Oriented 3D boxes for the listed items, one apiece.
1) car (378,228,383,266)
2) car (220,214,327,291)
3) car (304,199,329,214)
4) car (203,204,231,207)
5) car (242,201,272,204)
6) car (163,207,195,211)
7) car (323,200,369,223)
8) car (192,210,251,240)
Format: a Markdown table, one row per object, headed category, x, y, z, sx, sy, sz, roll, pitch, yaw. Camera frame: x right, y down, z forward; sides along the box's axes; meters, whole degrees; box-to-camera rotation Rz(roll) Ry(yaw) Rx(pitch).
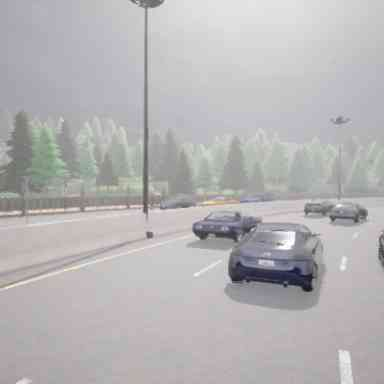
| category | x | y | z | sx | sy | sz | roll | pitch | yaw |
| --- | --- | --- | --- | --- | --- | --- | --- | --- | --- |
| car | 6.469 | 1.534 | 9.362 | 1.994 | 1.385 | 4.181 | 0 | 0 | 26 |
| car | 2.476 | 1.522 | 9.136 | 1.994 | 1.385 | 4.181 | 0 | 0 | 25 |
| car | 11.909 | 1.369 | 30.517 | 2.128 | 1.511 | 4.902 | 0 | 0 | 39 |
| car | 3.104 | 1.293 | 36.670 | 1.882 | 1.535 | 5.008 | 0 | 0 | 39 |
| car | 7.345 | 1.058 | 36.324 | 2.150 | 2.045 | 5.566 | 0 | 0 | 40 |
| car | -1.439 | 1.294 | 36.491 | 2.128 | 1.511 | 4.902 | 0 | 0 | 37 |
| car | 11.698 | 1.455 | 24.674 | 2.033 | 1.411 | 5.357 | 0 | 0 | 37 |
| car | 1.903 | 1.522 | 15.804 | 1.895 | 1.301 | 4.718 | 0 | 0 | 28 |
